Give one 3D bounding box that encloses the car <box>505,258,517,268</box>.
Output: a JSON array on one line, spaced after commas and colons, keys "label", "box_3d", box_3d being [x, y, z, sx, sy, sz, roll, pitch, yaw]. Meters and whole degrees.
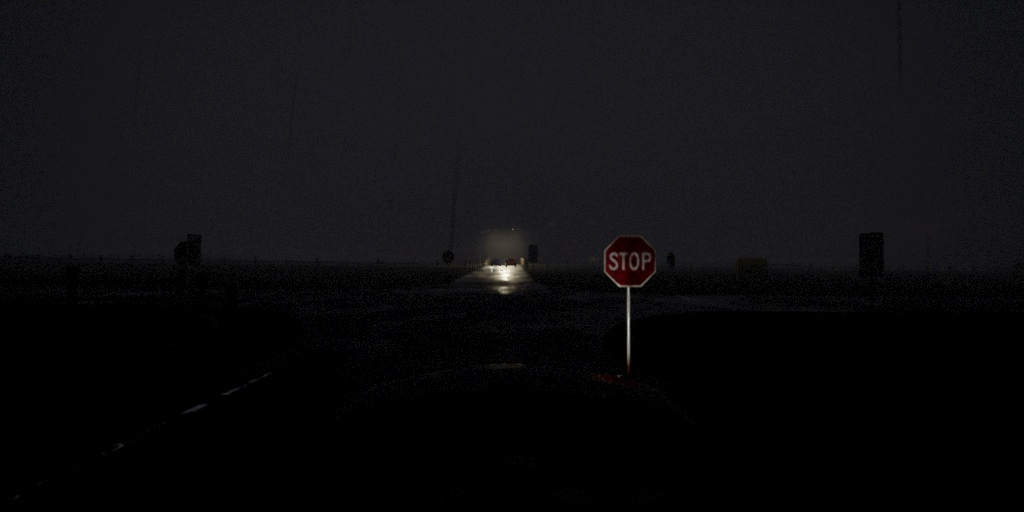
[{"label": "car", "box_3d": [-0.190, 1.203, 61.696, 1.837, 1.490, 4.892, 0, 0, 0]}]
